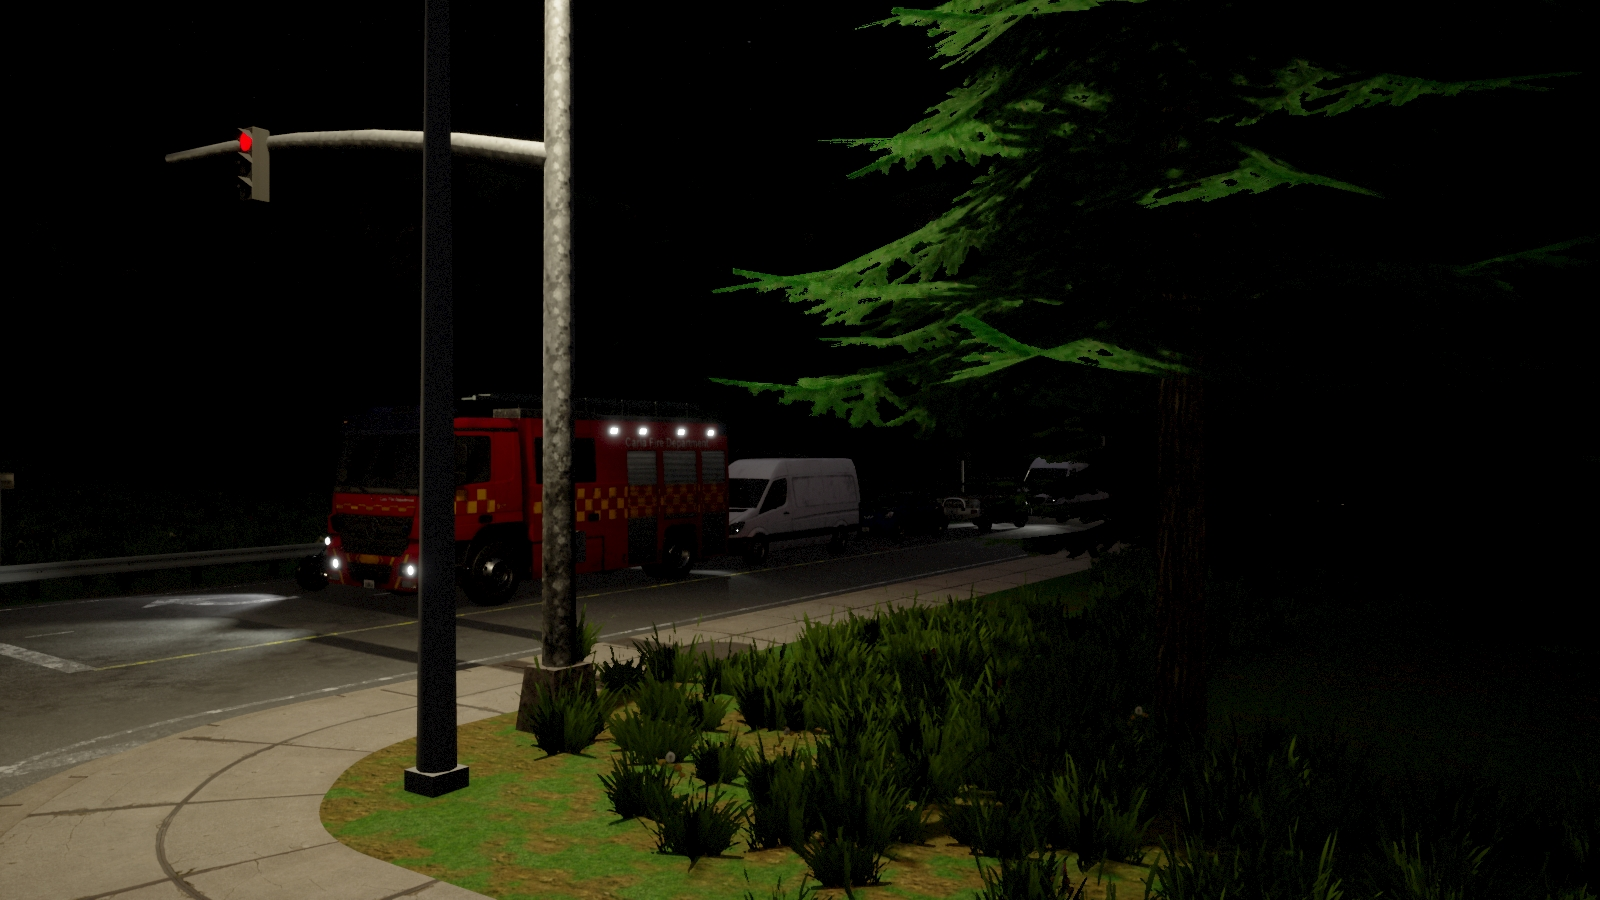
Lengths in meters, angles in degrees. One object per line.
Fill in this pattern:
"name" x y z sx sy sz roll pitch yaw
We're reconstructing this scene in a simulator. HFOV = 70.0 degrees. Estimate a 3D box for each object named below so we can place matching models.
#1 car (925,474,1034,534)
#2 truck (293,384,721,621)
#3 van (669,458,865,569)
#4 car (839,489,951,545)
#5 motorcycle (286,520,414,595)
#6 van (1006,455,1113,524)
"car" 6.318 1.826 39.820 1.932 1.855 4.605 0 0 35
"truck" -5.328 0.853 22.761 2.891 3.827 8.468 0 0 34
"van" -0.690 1.497 29.618 1.988 2.561 5.915 0 0 34
"car" 2.957 2.000 34.988 1.845 1.501 3.633 0 0 34
"motorcycle" -9.056 2.131 23.082 0.764 1.277 2.356 0 0 37
"van" 10.451 1.497 45.657 1.988 2.561 5.915 0 0 36
